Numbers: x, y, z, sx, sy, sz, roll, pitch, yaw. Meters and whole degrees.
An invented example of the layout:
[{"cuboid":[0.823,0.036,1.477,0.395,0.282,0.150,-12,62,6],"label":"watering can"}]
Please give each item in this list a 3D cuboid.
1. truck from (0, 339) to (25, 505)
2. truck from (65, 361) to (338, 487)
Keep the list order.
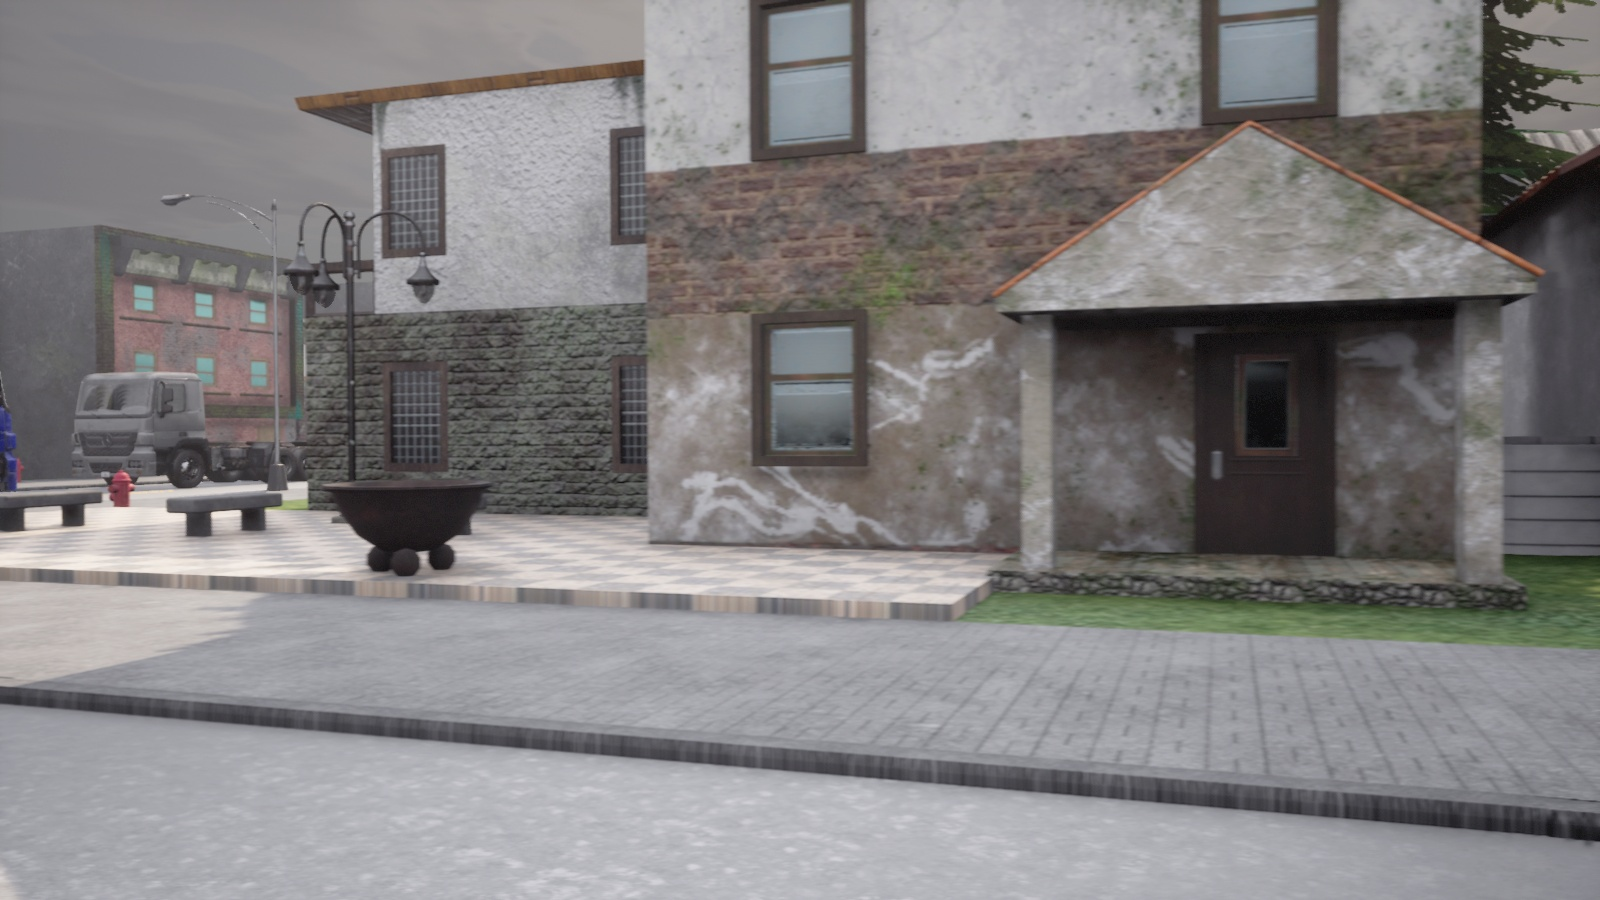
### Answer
[{"cuboid":[-19.108,-0.550,23.414,2.891,3.462,7.936,0,1,18],"label":"truck"},{"cuboid":[-18.114,-0.784,38.750,2.891,3.462,7.936,0,1,19],"label":"truck"}]
